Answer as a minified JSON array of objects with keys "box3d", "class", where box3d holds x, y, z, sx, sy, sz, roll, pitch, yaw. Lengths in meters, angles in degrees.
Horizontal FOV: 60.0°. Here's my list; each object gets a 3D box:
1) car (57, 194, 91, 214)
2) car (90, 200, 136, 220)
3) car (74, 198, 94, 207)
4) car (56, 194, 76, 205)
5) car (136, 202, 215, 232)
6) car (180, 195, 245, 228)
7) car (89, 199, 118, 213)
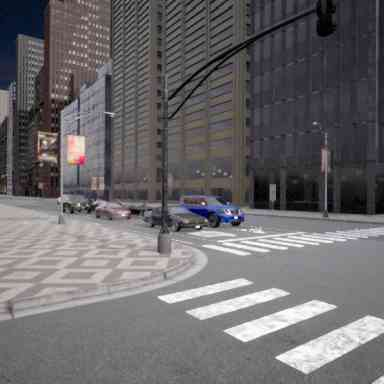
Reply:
[{"box3d":[-13.117,1.322,37.461,2.150,2.045,5.566,1,-1,-36],"class":"car"},{"box3d":[-6.893,1.583,28.737,1.812,1.442,4.674,1,-1,-36],"class":"car"},{"box3d":[-18.390,1.731,56.330,1.837,1.490,4.892,1,0,-35],"class":"car"},{"box3d":[-24.738,1.488,65.205,2.150,2.045,5.566,1,-1,-36],"class":"car"},{"box3d":[-1.196,1.567,20.770,2.033,1.411,5.357,1,-1,-35],"class":"car"},{"box3d":[1.131,1.266,23.092,2.150,2.045,5.566,1,-1,-36],"class":"car"},{"box3d":[-10.605,1.650,39.531,1.812,1.442,4.674,1,-1,-35],"class":"car"}]
